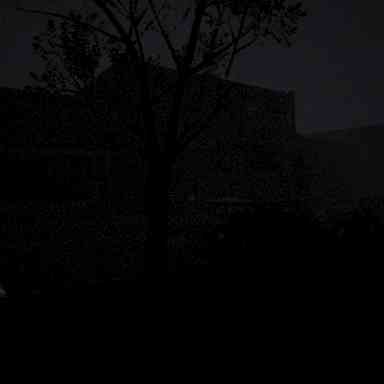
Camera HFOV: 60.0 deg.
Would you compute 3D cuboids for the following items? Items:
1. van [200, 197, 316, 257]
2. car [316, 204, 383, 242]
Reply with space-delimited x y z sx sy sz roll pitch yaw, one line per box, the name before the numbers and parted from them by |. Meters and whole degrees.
van | 2.325 1.195 12.380 4.442 1.987 1.878 0 0 -33
car | 6.950 1.388 15.686 4.892 1.521 2.231 1 0 -37
